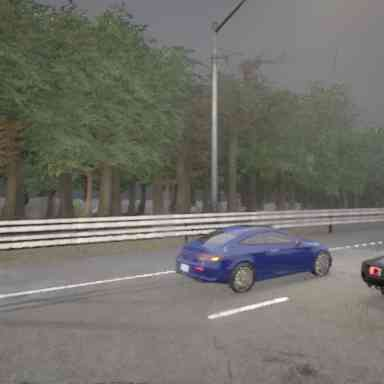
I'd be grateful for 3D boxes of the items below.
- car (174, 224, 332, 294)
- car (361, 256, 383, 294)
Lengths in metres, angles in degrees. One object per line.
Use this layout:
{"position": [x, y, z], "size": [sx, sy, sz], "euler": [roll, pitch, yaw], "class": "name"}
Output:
{"position": [1.754, 1.600, 8.947], "size": [4.674, 1.442, 1.812], "euler": [0, -1, -33], "class": "car"}
{"position": [5.995, 1.678, 7.540], "size": [4.718, 1.301, 1.895], "euler": [0, -1, -33], "class": "car"}
